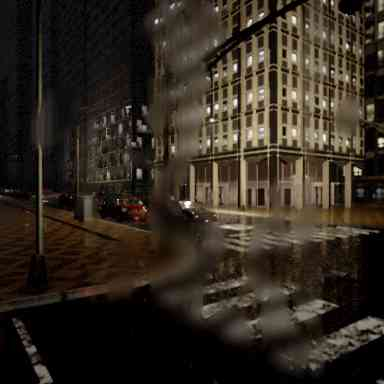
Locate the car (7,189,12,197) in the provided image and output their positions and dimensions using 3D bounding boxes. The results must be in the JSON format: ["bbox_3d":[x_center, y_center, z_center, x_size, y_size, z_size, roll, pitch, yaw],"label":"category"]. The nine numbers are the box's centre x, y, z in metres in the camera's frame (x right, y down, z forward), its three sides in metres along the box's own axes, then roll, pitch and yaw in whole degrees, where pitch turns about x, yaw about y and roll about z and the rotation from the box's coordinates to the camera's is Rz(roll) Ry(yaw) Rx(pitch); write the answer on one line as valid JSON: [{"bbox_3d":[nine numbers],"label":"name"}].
[{"bbox_3d":[-30.584,0.324,58.497,2.008,1.369,4.403,1,0,-36],"label":"car"}]

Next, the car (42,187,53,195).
[{"bbox_3d":[-33.578,-0.014,77.034,1.887,1.381,4.507,1,0,-36],"label":"car"}]

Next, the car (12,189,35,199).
[{"bbox_3d":[-27.333,0.425,53.969,1.887,1.381,4.507,1,0,-36],"label":"car"}]

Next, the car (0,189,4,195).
[{"bbox_3d":[-37.086,0.110,67.552,2.008,1.369,4.403,1,0,-36],"label":"car"}]

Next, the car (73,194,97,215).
[{"bbox_3d":[-7.828,1.106,26.802,1.802,1.307,4.206,1,0,-36],"label":"car"}]

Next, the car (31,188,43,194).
[{"bbox_3d":[-40.083,-0.207,86.093,1.947,1.339,4.313,1,0,-36],"label":"car"}]

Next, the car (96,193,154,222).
[{"bbox_3d":[-4.573,1.072,22.273,1.967,1.590,4.097,1,0,-36],"label":"car"}]

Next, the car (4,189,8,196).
[{"bbox_3d":[-33.835,0.211,63.024,1.887,1.381,4.507,1,0,-36],"label":"car"}]

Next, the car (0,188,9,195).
[{"bbox_3d":[-43.589,-0.110,76.608,1.887,1.381,4.507,1,0,-36],"label":"car"}]

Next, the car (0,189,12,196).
[{"bbox_3d":[-40.338,0.018,72.080,1.947,1.339,4.313,1,0,-36],"label":"car"}]

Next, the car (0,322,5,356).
[{"bbox_3d":[-4.368,1.439,3.442,4.097,1.590,1.967,0,0,-36],"label":"car"}]

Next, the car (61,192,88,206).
[{"bbox_3d":[-14.264,0.743,40.215,1.837,1.490,4.892,0,1,-35],"label":"car"}]

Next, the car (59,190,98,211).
[{"bbox_3d":[-11.072,0.732,31.328,2.192,1.841,5.009,1,0,-36],"label":"car"}]

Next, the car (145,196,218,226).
[{"bbox_3d":[-0.675,1.236,21.258,2.033,1.411,5.357,0,1,-36],"label":"car"}]

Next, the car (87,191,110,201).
[{"bbox_3d":[-14.065,0.650,49.857,1.947,1.339,4.313,1,0,-36],"label":"car"}]
